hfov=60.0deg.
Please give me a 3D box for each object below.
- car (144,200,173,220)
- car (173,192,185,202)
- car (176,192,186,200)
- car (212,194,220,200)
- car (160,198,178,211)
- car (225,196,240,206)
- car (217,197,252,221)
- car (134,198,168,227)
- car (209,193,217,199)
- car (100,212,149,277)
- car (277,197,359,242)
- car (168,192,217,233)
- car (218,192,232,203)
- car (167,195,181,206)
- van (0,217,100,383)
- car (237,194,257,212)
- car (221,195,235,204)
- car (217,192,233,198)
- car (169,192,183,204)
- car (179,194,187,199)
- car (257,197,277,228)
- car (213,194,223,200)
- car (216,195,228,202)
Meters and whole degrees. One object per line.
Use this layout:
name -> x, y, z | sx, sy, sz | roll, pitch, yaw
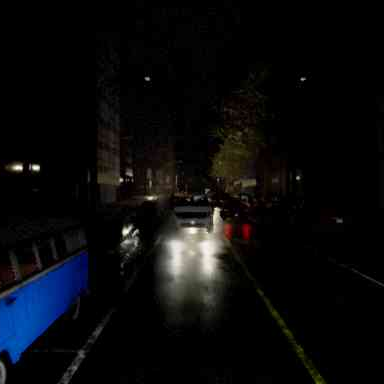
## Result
car -> -2.625, 1.381, 26.930 | 1.887, 1.381, 4.507 | 0, 0, 0
car -> -2.558, 0.976, 66.400 | 2.192, 1.841, 5.009 | 0, 0, 0
car -> -2.539, 0.938, 77.677 | 2.192, 1.841, 5.009 | 0, 0, 0
car -> 5.996, 1.144, 83.467 | 1.752, 1.417, 4.829 | 0, 0, 0
car -> -2.606, 1.357, 38.208 | 1.802, 1.307, 4.206 | 0, 0, 0
car -> 5.938, 1.315, 49.461 | 1.802, 1.307, 4.206 | 0, 0, 0
car -> 3.098, 1.380, 25.251 | 1.812, 1.442, 4.674 | 0, 0, 1
car -> -2.635, 1.307, 21.290 | 1.967, 1.590, 4.097 | 0, 0, 0
car -> 6.015, 1.029, 94.576 | 1.967, 1.590, 4.097 | 0, 0, 0
car -> -2.654, 1.496, 10.013 | 1.947, 1.339, 4.313 | 0, 0, 0
car -> 5.881, 1.226, 15.622 | 2.192, 1.841, 5.009 | 0, 0, 0
car -> 0.029, 1.104, 18.952 | 2.150, 2.045, 5.566 | 0, 0, 0
car -> 5.957, 1.008, 60.738 | 2.192, 1.841, 5.009 | 0, 0, 0
car -> -2.587, 1.246, 49.315 | 1.752, 1.417, 4.829 | 0, 0, 0
van -> -2.662, 1.307, 4.373 | 1.690, 1.788, 3.998 | 0, 0, 0
car -> 5.911, 1.259, 32.541 | 1.967, 1.590, 4.097 | 0, 0, 0
car -> 5.948, 1.278, 55.098 | 1.947, 1.339, 4.313 | 0, 0, 0
car -> 3.081, 1.013, 37.361 | 2.150, 2.045, 5.566 | 0, 1, 1
car -> -2.578, 1.014, 55.122 | 2.192, 1.841, 5.009 | 0, 0, 0
car -> -2.511, 1.142, 94.595 | 1.947, 1.339, 4.313 | 0, 0, 0
car -> 5.891, 1.195, 21.261 | 2.192, 1.841, 5.009 | 0, 0, 0
car -> 5.986, 1.202, 77.657 | 1.947, 1.339, 4.313 | 0, 0, 0
car -> 5.967, 1.218, 66.378 | 1.887, 1.381, 4.507 | 0, 0, 0
